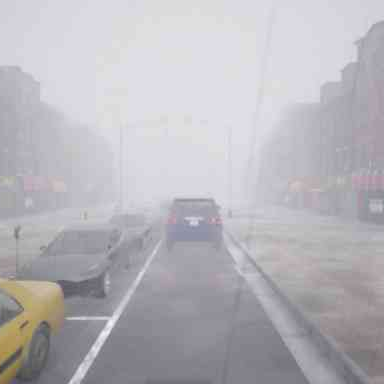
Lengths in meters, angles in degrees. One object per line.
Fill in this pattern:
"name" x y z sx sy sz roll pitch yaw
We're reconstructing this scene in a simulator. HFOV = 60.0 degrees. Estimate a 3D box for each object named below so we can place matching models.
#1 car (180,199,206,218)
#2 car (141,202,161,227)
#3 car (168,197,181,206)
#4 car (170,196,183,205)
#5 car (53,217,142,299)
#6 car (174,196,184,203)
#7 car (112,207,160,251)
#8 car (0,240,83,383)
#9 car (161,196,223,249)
"car" 0.091 1.432 30.508 2.128 1.511 4.902 0 0 0
"car" -2.637 1.513 19.364 2.008 1.369 4.403 0 0 0
"car" -2.633 1.481 52.077 1.802 1.307 4.206 0 0 0
"car" -2.632 1.454 57.529 1.947 1.339 4.313 0 0 0
"car" -2.638 1.549 8.460 1.947 1.339 4.313 0 0 0
"car" -2.631 1.433 68.433 1.947 1.339 4.313 0 0 0
"car" -2.637 1.538 13.912 1.947 1.339 4.313 0 0 0
"car" -2.639 1.519 2.838 1.752 1.417 4.829 0 0 0
"car" 0.088 1.191 14.418 2.150 2.045 5.566 0 0 0
